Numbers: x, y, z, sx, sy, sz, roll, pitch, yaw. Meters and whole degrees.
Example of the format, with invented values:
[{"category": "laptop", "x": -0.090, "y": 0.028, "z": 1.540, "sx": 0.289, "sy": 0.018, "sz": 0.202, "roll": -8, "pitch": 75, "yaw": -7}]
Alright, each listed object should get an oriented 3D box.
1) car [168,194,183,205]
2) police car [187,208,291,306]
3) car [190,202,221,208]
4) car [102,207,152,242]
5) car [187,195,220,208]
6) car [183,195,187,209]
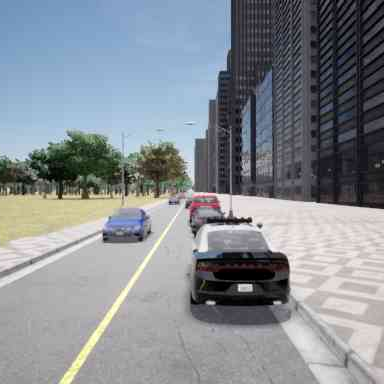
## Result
[{"category": "car", "x": -3.057, "y": 1.479, "z": 57.002, "sx": 2.033, "sy": 1.411, "sz": 5.357, "roll": 0, "pitch": 0, "yaw": 0}, {"category": "police car", "x": 0.906, "y": 1.425, "z": 8.236, "sx": 1.930, "sy": 1.638, "sz": 5.238, "roll": 0, "pitch": 0, "yaw": 0}, {"category": "car", "x": 0.912, "y": 1.521, "z": 18.127, "sx": 1.812, "sy": 1.442, "sz": 4.674, "roll": 0, "pitch": 0, "yaw": 0}, {"category": "car", "x": -3.088, "y": 1.522, "z": 16.585, "sx": 1.812, "sy": 1.442, "sz": 4.674, "roll": 0, "pitch": 0, "yaw": 0}, {"category": "car", "x": 0.913, "y": 1.213, "z": 24.157, "sx": 2.150, "sy": 2.045, "sz": 5.566, "roll": 0, "pitch": 0, "yaw": 0}, {"category": "car", "x": 0.051, "y": 1.460, "z": 44.995, "sx": 1.837, "sy": 1.490, "sz": 4.892, "roll": 0, "pitch": 0, "yaw": 1}]
